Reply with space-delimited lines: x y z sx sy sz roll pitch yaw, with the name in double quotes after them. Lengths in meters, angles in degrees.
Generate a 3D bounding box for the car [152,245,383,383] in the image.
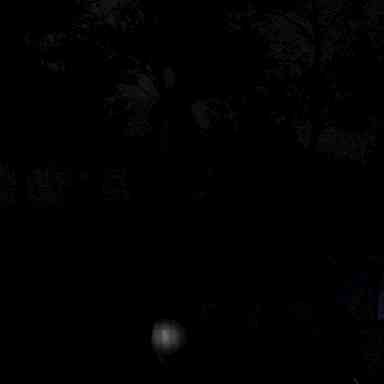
2.178 1.519 4.594 5.357 1.411 2.033 0 1 -35 "car"
